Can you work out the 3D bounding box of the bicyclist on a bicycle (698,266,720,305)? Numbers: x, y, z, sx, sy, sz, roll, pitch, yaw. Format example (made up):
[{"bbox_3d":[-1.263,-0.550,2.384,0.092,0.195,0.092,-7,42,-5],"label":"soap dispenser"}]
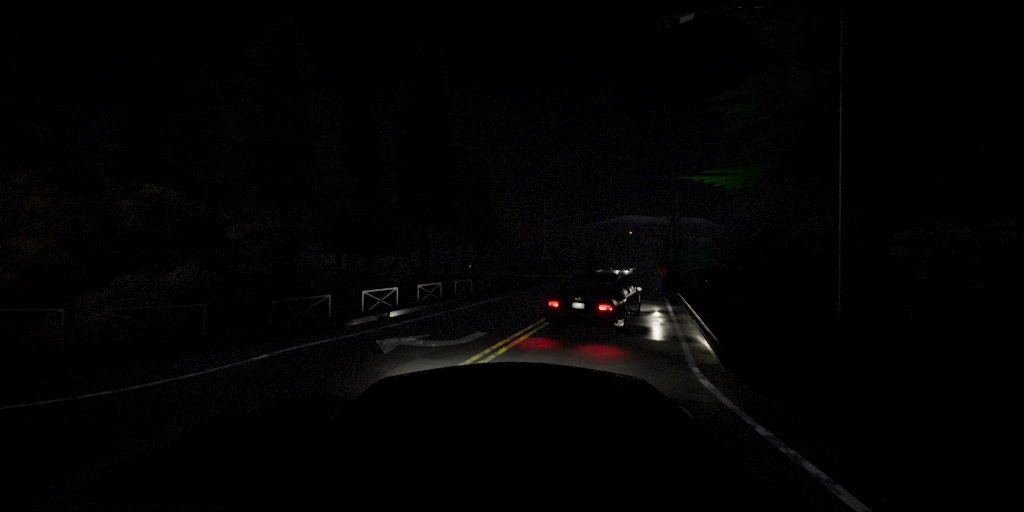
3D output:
[{"bbox_3d":[8.303,1.228,15.086,1.656,1.620,0.582,1,0,-33],"label":"bicyclist on a bicycle"}]

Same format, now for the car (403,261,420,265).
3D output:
[{"bbox_3d":[-14.376,1.469,53.089,4.181,1.385,1.994,1,0,22],"label":"car"}]

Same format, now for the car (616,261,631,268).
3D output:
[{"bbox_3d":[19.202,1.858,62.500,1.895,1.301,4.718,1,0,22],"label":"car"}]

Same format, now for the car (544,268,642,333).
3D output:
[{"bbox_3d":[2.594,1.210,10.426,2.033,1.411,5.357,1,0,26],"label":"car"}]

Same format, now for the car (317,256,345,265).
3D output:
[{"bbox_3d":[-26.863,1.229,54.790,5.008,1.535,1.882,1,0,28],"label":"car"}]

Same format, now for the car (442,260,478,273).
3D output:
[{"bbox_3d":[-6.606,1.312,46.085,4.553,1.767,2.097,0,0,21],"label":"car"}]

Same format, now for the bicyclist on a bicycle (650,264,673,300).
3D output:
[{"bbox_3d":[6.898,1.216,16.510,1.656,1.620,0.582,1,0,-30],"label":"bicyclist on a bicycle"}]
